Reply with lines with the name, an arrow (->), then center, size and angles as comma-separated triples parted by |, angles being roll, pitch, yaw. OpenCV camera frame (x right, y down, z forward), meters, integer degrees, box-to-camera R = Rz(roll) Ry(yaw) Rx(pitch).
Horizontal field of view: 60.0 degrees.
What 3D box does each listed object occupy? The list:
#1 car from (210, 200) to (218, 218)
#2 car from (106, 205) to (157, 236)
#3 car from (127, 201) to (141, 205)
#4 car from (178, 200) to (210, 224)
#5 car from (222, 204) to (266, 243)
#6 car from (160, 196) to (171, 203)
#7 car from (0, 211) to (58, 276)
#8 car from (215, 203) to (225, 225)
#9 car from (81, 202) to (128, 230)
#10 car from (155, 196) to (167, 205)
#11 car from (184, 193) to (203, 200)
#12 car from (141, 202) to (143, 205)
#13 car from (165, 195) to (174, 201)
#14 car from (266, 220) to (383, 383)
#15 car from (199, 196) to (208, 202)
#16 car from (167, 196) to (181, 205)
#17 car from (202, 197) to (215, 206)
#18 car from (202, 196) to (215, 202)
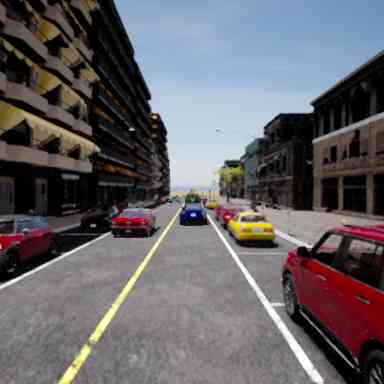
car -> 2.674, 1.587, 27.041 | 1.802, 1.307, 4.206 | -1, 0, 0
car -> -3.105, 1.604, 18.406 | 1.895, 1.301, 4.718 | 0, 0, 0
car -> -5.706, 1.550, 27.067 | 1.887, 1.381, 4.507 | -1, 0, 0
car -> 0.094, 1.567, 24.998 | 1.994, 1.385, 4.181 | 0, 0, 0
car -> 2.676, 1.528, 15.857 | 1.752, 1.417, 4.829 | -1, 0, 0
car -> -5.717, 1.588, 72.487 | 1.947, 1.339, 4.313 | -1, 0, 0
car -> -5.710, 1.442, 10.035 | 1.967, 1.590, 4.097 | -1, 0, 0
car -> 2.676, 1.585, 21.364 | 1.802, 1.307, 4.206 | -1, 0, 0
car -> -5.705, 1.569, 21.390 | 1.947, 1.339, 4.313 | -1, 0, 0
car -> -5.715, 1.562, 61.132 | 1.887, 1.381, 4.507 | -1, 0, 0
car -> 0.089, 1.229, 46.512 | 2.150, 2.045, 5.566 | 0, -1, 0
car -> -5.708, 1.557, 32.745 | 2.008, 1.369, 4.403 | -1, 0, 0
car -> -5.720, 1.579, 83.842 | 2.008, 1.369, 4.403 | -1, 0, 0
car -> 2.676, 1.316, 4.332 | 2.192, 1.841, 5.009 | -1, 0, 0
car -> 2.662, 1.607, 78.138 | 1.802, 1.307, 4.206 | -1, 0, 0
car -> -3.015, 1.460, 60.489 | 1.812, 1.442, 4.674 | 0, 0, 0
car -> 2.667, 1.559, 55.428 | 1.887, 1.381, 4.507 | -1, 0, 0
car -> 2.670, 1.536, 44.243 | 1.752, 1.417, 4.829 | -1, 0, 0
